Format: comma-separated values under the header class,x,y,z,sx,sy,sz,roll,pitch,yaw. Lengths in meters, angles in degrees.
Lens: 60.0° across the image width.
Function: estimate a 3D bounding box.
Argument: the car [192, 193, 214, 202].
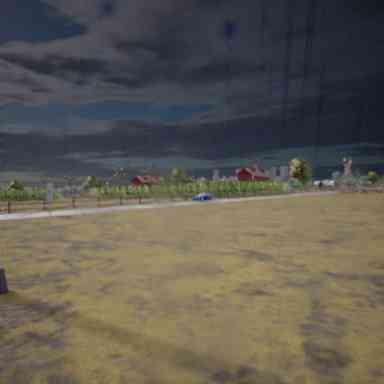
class,x,y,z,sx,sy,sz,roll,pitch,yaw
car,1.962,0.884,58.515,1.882,1.535,5.008,0,1,36
